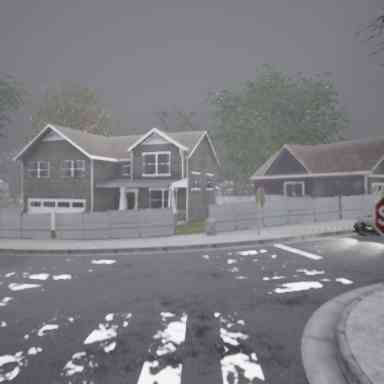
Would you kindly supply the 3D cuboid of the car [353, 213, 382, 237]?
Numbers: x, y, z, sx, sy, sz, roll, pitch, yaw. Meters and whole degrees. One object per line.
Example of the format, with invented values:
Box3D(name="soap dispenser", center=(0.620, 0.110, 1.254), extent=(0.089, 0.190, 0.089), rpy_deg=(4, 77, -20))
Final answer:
Box3D(name="car", center=(9.082, 1.231, 14.535), extent=(4.181, 1.385, 1.994), rpy_deg=(-2, 1, -25))
